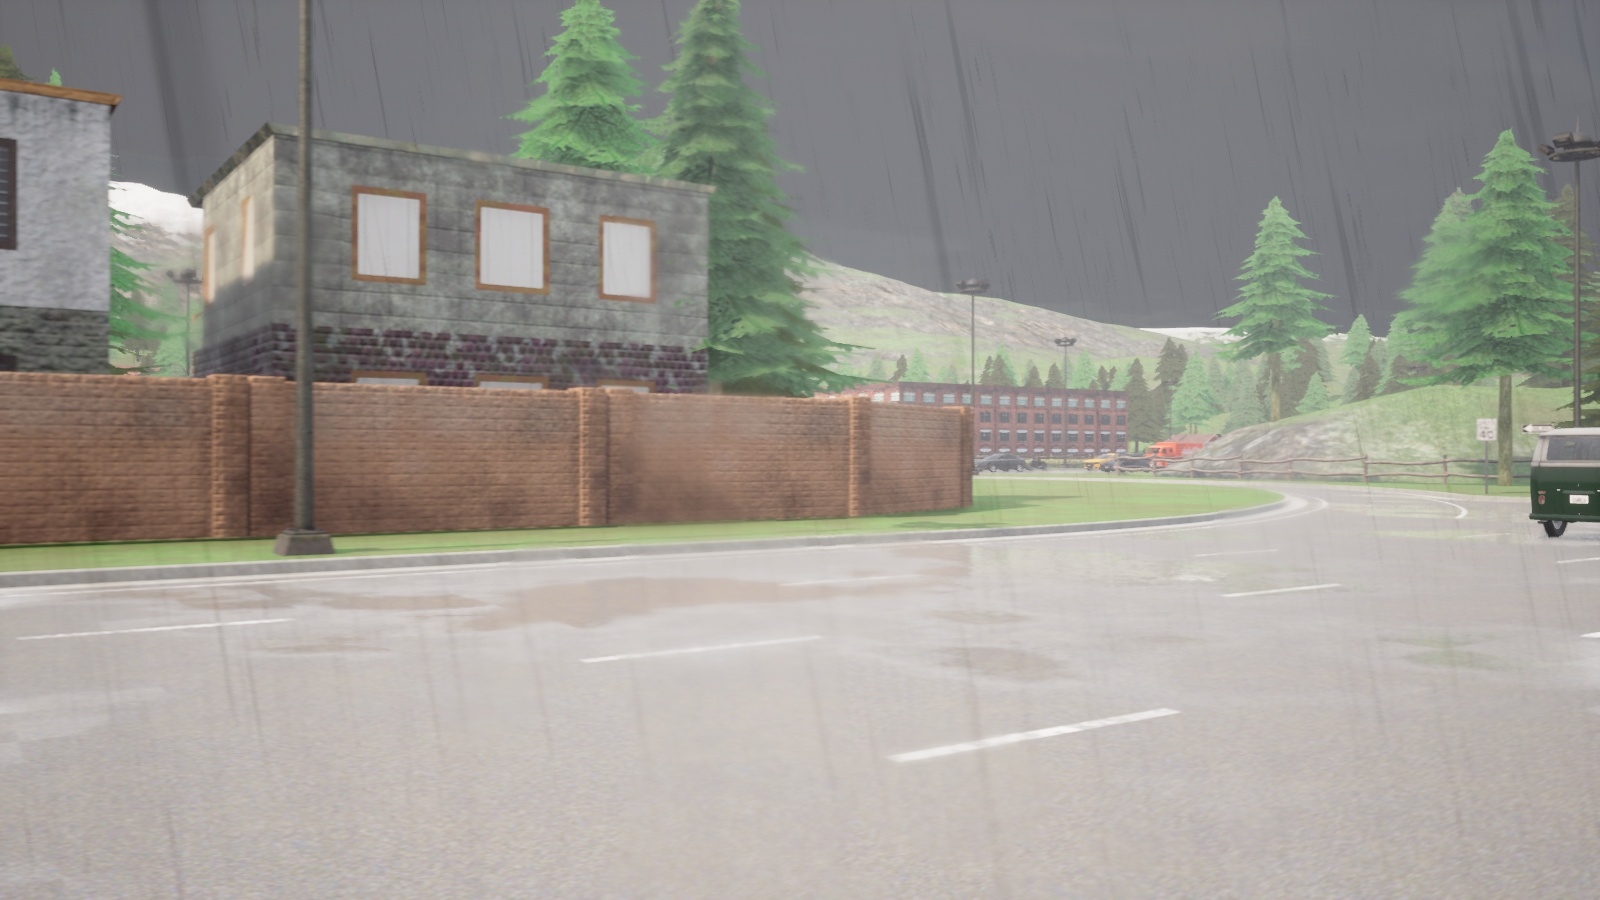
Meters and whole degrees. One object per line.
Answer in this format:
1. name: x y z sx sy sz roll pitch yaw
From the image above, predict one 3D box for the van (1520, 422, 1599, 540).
1. van: 14.998 0.521 22.629 4.442 1.987 1.775 0 0 -35
